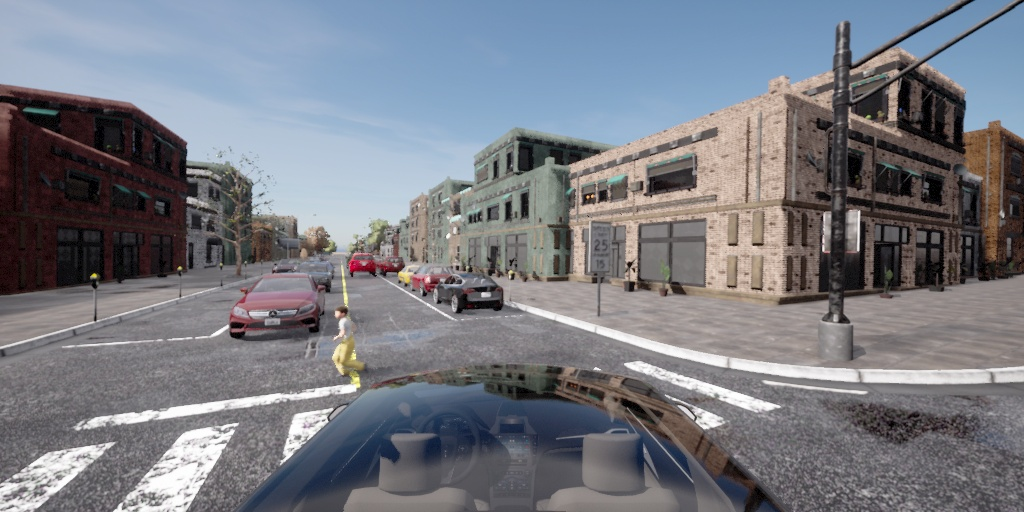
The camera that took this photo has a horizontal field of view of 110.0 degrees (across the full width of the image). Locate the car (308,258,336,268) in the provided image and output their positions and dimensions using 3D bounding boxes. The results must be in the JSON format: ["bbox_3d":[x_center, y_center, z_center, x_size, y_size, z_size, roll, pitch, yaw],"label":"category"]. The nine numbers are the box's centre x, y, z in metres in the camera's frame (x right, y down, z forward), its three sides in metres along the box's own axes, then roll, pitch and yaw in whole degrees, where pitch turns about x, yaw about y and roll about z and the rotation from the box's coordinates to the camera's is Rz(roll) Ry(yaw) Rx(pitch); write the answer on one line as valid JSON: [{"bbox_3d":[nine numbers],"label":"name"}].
[{"bbox_3d":[-15.509,1.124,29.269,2.033,1.411,5.357,1,0,-25],"label":"car"}]

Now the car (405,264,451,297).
[{"bbox_3d":[-4.149,1.164,18.894,1.967,1.591,4.097,0,0,-26],"label":"car"}]

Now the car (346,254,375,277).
[{"bbox_3d":[-14.092,0.811,33.711,2.150,2.045,5.566,1,0,-26],"label":"car"}]

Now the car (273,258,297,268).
[{"bbox_3d":[-18.885,0.974,30.297,1.967,1.591,4.097,0,0,-26],"label":"car"}]

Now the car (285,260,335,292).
[{"bbox_3d":[-10.929,1.146,19.668,1.837,1.490,4.892,1,0,-26],"label":"car"}]

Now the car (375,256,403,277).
[{"bbox_3d":[-11.326,0.938,33.912,2.192,1.841,5.009,0,0,-26],"label":"car"}]

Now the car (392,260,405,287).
[{"bbox_3d":[-6.615,1.216,24.053,1.751,1.417,4.829,0,0,-26],"label":"car"}]

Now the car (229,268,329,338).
[{"bbox_3d":[-6.448,1.230,10.276,1.812,1.442,4.674,1,0,-25],"label":"car"}]

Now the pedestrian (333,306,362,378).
[{"bbox_3d":[-2.703,1.328,5.855,0.375,1.300,0.375,0,1,-26],"label":"pedestrian"}]

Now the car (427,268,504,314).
[{"bbox_3d":[-1.758,1.324,13.887,1.948,1.339,4.313,0,0,-26],"label":"car"}]
